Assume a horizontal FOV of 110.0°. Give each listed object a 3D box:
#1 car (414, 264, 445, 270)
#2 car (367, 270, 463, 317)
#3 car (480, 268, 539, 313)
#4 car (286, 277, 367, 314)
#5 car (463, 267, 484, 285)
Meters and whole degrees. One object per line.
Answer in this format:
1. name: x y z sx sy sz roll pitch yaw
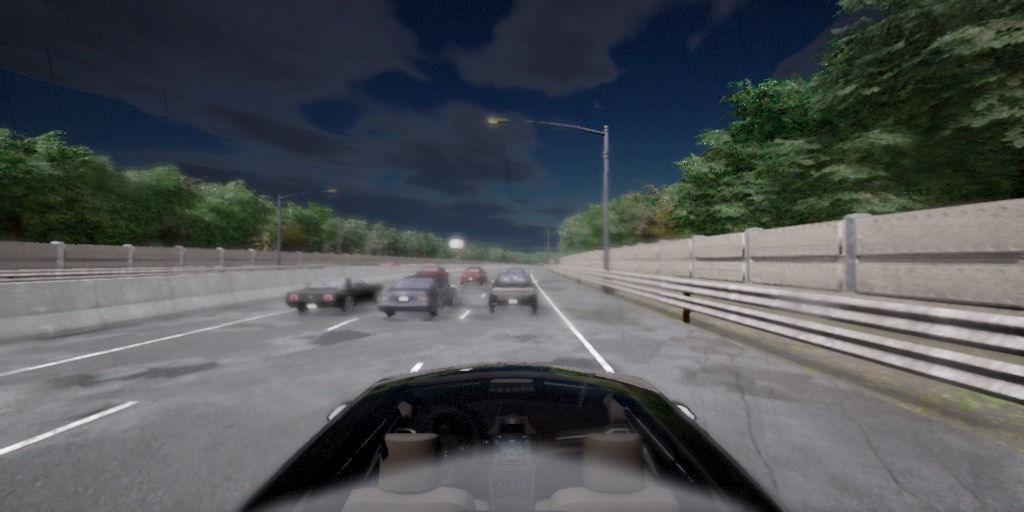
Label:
1. car: -6.643 1.608 30.673 1.882 1.535 5.008 0 -1 2
2. car: -3.441 1.449 13.987 2.033 1.411 5.357 0 -1 1
3. car: 0.081 1.408 14.954 2.128 1.511 4.902 0 -1 1
4. car: -6.926 1.513 14.746 1.895 1.301 4.718 0 -1 1
5. car: -3.155 1.652 30.261 1.812 1.442 4.674 0 -1 2
